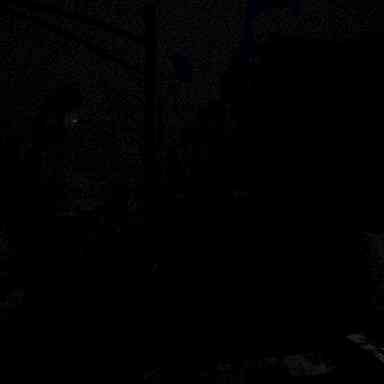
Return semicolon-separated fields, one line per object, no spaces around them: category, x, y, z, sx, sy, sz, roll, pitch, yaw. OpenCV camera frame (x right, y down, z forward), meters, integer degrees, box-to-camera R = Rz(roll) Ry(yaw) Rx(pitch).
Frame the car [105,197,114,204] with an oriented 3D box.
car;-22.334;2.307;90.030;2.192;1.841;5.009;-1;0;-12

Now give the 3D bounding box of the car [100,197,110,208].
car;-12.999;1.945;46.767;1.967;1.590;4.097;-1;0;-12

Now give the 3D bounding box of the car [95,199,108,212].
car;-11.831;1.989;41.358;1.887;1.381;4.507;-1;0;-12

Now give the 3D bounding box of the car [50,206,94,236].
car;-7.165;1.746;19.727;1.887;1.381;4.507;-1;0;-12

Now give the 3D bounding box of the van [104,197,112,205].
van;-20.000;2.211;79.214;1.690;1.788;3.998;-1;0;-12

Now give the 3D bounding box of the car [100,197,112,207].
car;-17.667;2.063;68.399;2.192;1.841;5.009;-1;0;-12

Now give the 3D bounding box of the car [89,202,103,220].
car;-9.497;1.905;30.543;1.802;1.307;4.206;-1;0;-12
